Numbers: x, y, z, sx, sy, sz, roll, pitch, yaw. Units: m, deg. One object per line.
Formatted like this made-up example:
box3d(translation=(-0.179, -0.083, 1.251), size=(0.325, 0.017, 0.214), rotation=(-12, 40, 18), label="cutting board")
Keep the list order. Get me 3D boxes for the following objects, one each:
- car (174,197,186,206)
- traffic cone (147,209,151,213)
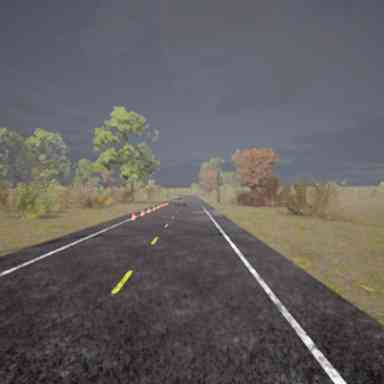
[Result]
box3d(translation=(-2.057, 1.629, 57.016), size=(1.882, 1.535, 5.008), rotation=(0, 0, 0), label="car")
box3d(translation=(-4.903, 2.056, 37.937), size=(0.340, 0.580, 0.340), rotation=(0, 0, 0), label="traffic cone")
